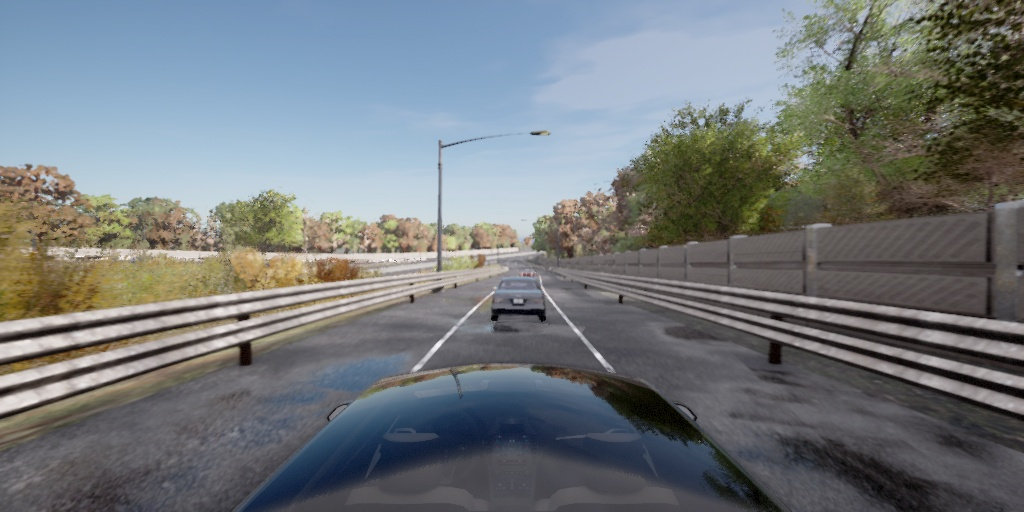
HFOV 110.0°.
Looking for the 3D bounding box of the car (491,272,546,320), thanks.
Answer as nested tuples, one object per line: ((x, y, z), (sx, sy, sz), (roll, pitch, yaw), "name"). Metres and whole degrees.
((0.254, 1.477, 13.417), (2.033, 1.411, 5.357), (0, -1, 1), "car")

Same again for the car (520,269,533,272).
((1.847, 2.270, 43.874), (1.895, 1.301, 4.718), (0, -1, 4), "car")
